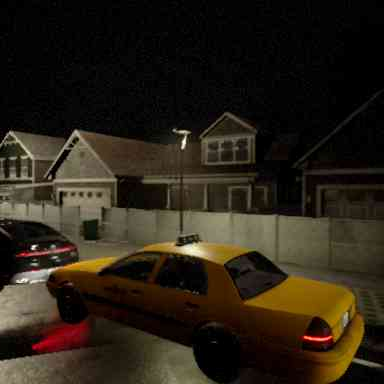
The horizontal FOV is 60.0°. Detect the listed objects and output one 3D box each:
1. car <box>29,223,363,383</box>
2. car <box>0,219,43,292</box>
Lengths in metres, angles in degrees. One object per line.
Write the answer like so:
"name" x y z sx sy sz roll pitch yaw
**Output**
"car" -0.295 1.454 5.378 5.366 1.575 1.801 0 0 36
"car" -5.009 1.484 8.774 4.892 1.490 1.837 0 0 36
